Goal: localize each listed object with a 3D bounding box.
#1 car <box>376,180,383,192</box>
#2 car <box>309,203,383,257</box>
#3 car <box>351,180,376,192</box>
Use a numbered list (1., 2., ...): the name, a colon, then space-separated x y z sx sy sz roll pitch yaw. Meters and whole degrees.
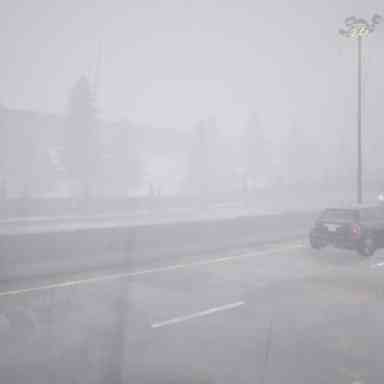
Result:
1. car: 23.715 -0.907 38.344 5.008 1.535 1.882 -8 5 -35
2. car: 6.611 1.263 12.850 4.553 1.767 2.097 -2 1 -36
3. car: 21.701 -0.788 41.208 4.718 1.301 1.895 -8 5 -35
